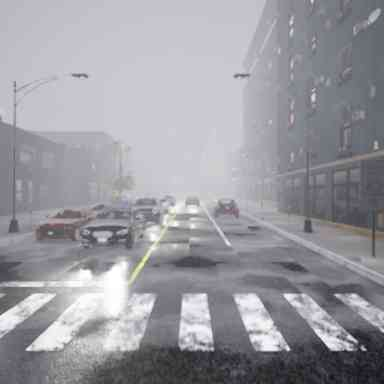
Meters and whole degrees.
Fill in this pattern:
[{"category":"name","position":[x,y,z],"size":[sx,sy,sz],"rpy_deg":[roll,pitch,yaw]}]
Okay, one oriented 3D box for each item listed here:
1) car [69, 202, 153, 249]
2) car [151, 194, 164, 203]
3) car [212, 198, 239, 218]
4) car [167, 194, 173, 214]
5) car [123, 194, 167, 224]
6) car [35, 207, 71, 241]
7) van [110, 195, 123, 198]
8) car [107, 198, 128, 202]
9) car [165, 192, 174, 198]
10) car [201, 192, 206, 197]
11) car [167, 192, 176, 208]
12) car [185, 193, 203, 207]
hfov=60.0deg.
[{"category":"car","position":[-3.103,1.372,13.942],"size":[2.128,1.511,4.902],"rpy_deg":[0,0,0]},{"category":"car","position":[-5.698,1.112,55.594],"size":[1.802,1.307,4.206],"rpy_deg":[1,0,0]},{"category":"car","position":[2.695,1.208,27.225],"size":[1.967,1.590,4.097],"rpy_deg":[1,0,0]},{"category":"car","position":[-3.104,1.254,31.956],"size":[1.812,1.442,4.674],"rpy_deg":[0,0,0]},{"category":"car","position":[-3.105,1.156,22.960],"size":[2.097,1.767,4.553],"rpy_deg":[0,0,0]},{"category":"car","position":[-5.759,1.410,15.793],"size":[1.887,1.381,4.507],"rpy_deg":[1,0,0]},{"category":"van","position":[-5.682,1.110,27.160],"size":[1.690,1.788,3.998],"rpy_deg":[1,0,0]},{"category":"car","position":[-5.685,1.362,21.474],"size":[1.887,1.381,4.507],"rpy_deg":[1,0,0]},{"category":"car","position":[-5.707,0.733,84.025],"size":[1.967,1.590,4.097],"rpy_deg":[1,0,0]},{"category":"car","position":[2.963,0.737,94.093],"size":[1.812,1.442,4.674],"rpy_deg":[0,0,0]},{"category":"car","position":[-3.069,1.118,42.381],"size":[1.882,1.535,5.008],"rpy_deg":[0,0,1]},{"category":"car","position":[0.078,1.190,44.048],"size":[1.994,1.385,4.181],"rpy_deg":[0,0,0]}]
